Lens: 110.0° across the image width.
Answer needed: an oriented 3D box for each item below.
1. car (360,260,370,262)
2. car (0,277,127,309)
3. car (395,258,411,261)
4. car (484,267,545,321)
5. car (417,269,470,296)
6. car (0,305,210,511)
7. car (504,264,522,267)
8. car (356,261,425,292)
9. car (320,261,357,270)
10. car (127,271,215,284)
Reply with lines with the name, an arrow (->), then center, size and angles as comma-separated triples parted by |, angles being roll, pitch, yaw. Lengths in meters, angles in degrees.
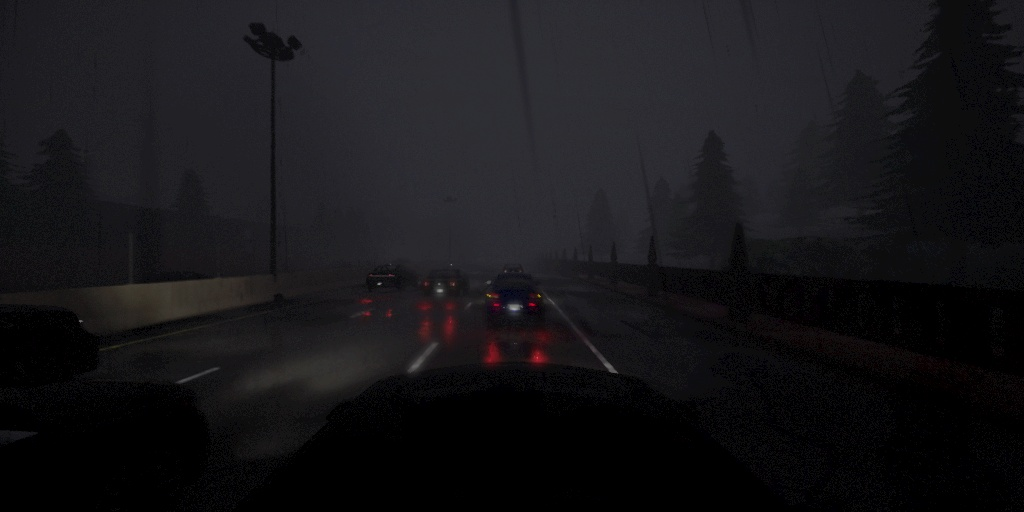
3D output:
car -> -21.085, 1.300, 51.313 | 2.033, 1.411, 5.357 | 0, 0, 0
car -> -6.900, 0.972, 2.607 | 2.150, 2.045, 5.566 | 0, 0, 0
car -> -14.082, 1.104, 45.737 | 2.097, 1.767, 4.553 | 0, 0, 0
car -> 0.079, 1.276, 12.345 | 1.812, 1.442, 4.674 | 0, 0, 0
car -> -3.399, 1.352, 19.148 | 1.895, 1.301, 4.718 | 0, 0, 0
car -> -3.401, 1.241, 0.938 | 2.128, 1.511, 4.902 | 0, 0, 0
car -> 0.101, 1.353, 32.841 | 1.895, 1.301, 4.718 | 0, 0, 0
car -> -6.898, 1.243, 21.088 | 2.128, 1.511, 4.902 | 0, 0, 0
car -> -17.595, 1.277, 36.259 | 1.812, 1.442, 4.674 | 0, 0, 0
car -> -14.100, 1.298, 14.408 | 2.033, 1.411, 5.357 | 0, 0, 0
